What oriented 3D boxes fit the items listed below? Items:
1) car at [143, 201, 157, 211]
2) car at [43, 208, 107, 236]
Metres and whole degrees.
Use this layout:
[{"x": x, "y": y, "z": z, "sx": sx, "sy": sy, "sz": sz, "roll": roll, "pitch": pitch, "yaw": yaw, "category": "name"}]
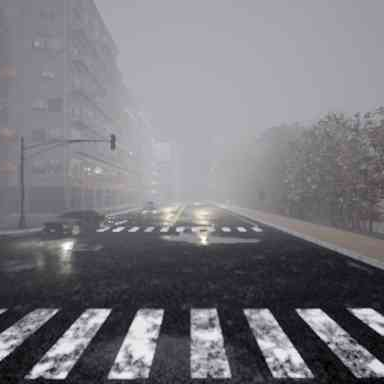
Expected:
[{"x": -6.502, "y": 2.175, "z": 51.648, "sx": 1.812, "sy": 1.442, "sz": 4.674, "roll": 0, "pitch": 0, "yaw": 0, "category": "car"}, {"x": -7.075, "y": 1.787, "z": 20.559, "sx": 1.882, "sy": 1.535, "sz": 5.008, "roll": 0, "pitch": 1, "yaw": 12, "category": "car"}]
